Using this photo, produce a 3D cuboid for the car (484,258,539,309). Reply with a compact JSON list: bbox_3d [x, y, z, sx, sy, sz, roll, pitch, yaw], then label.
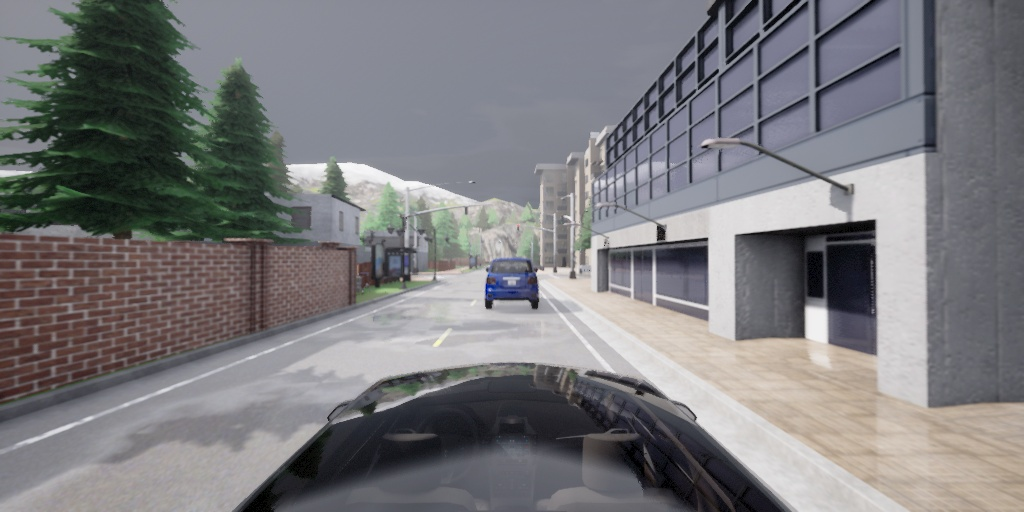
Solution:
[{"bbox_3d":[-0.004,1.101,15.869,2.150,2.045,5.566,0,0,0],"label":"car"}]
